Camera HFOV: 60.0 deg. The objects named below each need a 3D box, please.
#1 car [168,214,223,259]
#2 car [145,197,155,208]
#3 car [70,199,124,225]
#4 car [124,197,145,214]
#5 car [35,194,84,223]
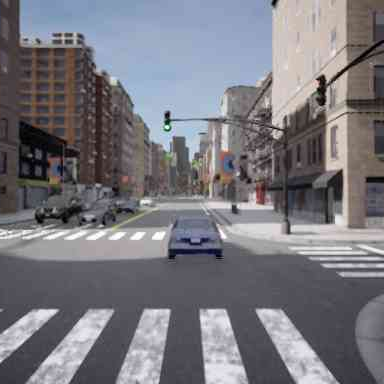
[{"bbox_3d":[0.106,1.555,12.593,2.033,1.411,5.357,0,-1,0],"label":"car"},{"bbox_3d":[-6.562,1.508,48.864,1.812,1.442,4.674,0,0,0],"label":"car"},{"bbox_3d":[-6.596,1.477,23.752,2.128,1.511,4.902,0,0,0],"label":"car"},{"bbox_3d":[-6.589,1.528,34.750,2.033,1.411,5.357,0,0,0],"label":"car"},{"bbox_3d":[-9.840,1.206,25.432,2.150,2.045,5.566,0,0,0],"label":"car"}]
